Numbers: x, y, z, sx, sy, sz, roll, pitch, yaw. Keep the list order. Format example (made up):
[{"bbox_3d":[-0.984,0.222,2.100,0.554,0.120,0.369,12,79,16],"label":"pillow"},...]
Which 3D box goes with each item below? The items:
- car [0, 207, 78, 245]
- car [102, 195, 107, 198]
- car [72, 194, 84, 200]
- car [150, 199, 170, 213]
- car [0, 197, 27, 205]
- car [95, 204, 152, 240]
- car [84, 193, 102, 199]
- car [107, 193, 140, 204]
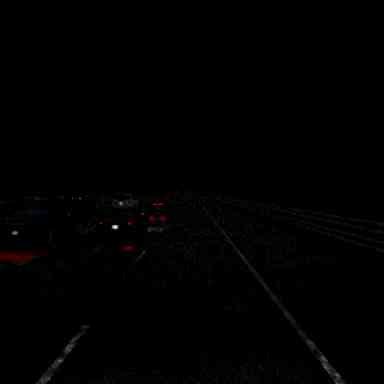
[{"bbox_3d":[-6.929,1.449,15.504,1.882,1.535,5.008,0,0,0],"label":"car"},{"bbox_3d":[-17.640,1.217,73.534,2.150,2.045,5.566,0,0,0],"label":"car"},{"bbox_3d":[-24.638,1.390,72.749,2.097,1.767,4.553,0,0,0],"label":"car"},{"bbox_3d":[-3.469,1.470,36.110,2.128,1.511,4.902,0,0,0],"label":"car"},{"bbox_3d":[-17.656,1.324,32.102,2.097,1.767,4.553,0,0,0],"label":"car"},{"bbox_3d":[-3.433,1.534,16.838,1.994,1.385,4.181,0,0,0],"label":"car"},{"bbox_3d":[-21.138,1.260,72.696,2.150,2.045,5.566,0,0,0],"label":"car"},{"bbox_3d":[-6.967,1.198,35.341,2.150,2.045,5.566,0,0,0],"label":"car"}]
